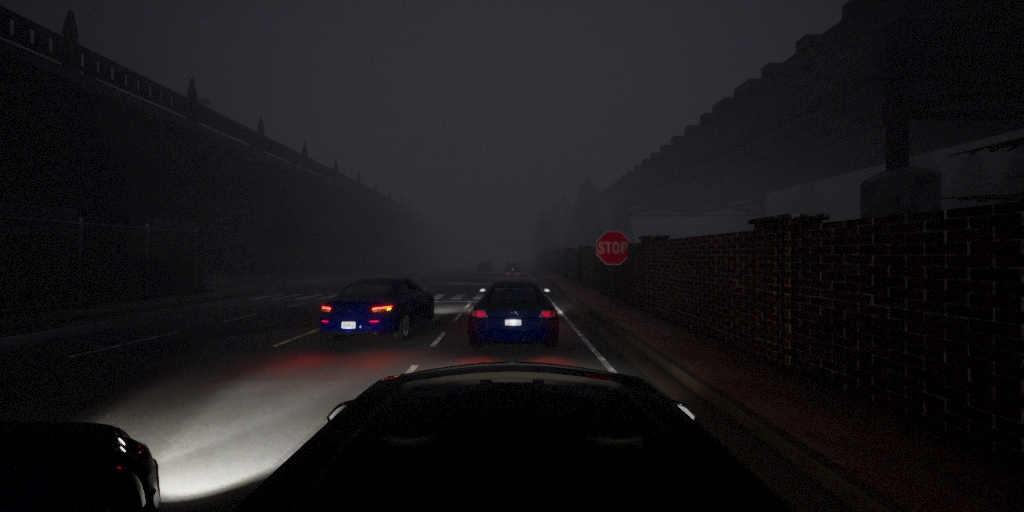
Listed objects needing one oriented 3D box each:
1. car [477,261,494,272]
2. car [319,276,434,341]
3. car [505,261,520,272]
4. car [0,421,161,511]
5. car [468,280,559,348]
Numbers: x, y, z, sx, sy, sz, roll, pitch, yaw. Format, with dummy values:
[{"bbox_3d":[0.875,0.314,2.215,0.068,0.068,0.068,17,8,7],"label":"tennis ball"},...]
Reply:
[{"bbox_3d":[-3.410,1.297,45.908,2.033,1.411,5.357,0,0,-1],"label":"car"},{"bbox_3d":[-3.415,1.276,9.779,1.812,1.442,4.674,0,0,0],"label":"car"},{"bbox_3d":[0.085,1.351,46.076,1.895,1.301,4.718,0,0,-1],"label":"car"},{"bbox_3d":[-3.398,1.314,0.683,1.994,1.385,4.181,0,0,0],"label":"car"},{"bbox_3d":[0.067,1.314,9.258,1.994,1.385,4.181,0,0,1],"label":"car"}]
